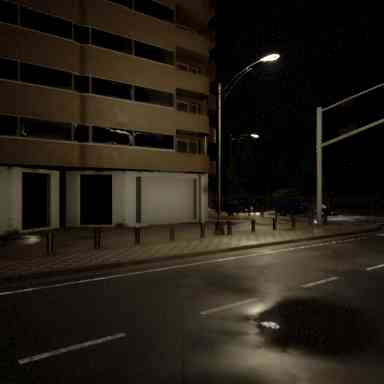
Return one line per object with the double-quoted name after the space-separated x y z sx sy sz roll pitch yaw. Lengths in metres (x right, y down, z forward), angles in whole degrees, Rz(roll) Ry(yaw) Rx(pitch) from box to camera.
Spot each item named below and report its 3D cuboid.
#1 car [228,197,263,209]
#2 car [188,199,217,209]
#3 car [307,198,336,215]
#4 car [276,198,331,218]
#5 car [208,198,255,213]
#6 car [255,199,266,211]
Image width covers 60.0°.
7.471 1.533 46.669 1.882 1.535 5.008 0 0 -36 "car"
1.472 1.656 48.691 1.895 1.301 4.718 0 0 -36 "car"
12.192 1.407 33.819 2.097 1.767 4.553 0 0 -36 "car"
10.013 1.581 30.886 1.812 1.442 4.674 0 0 -37 "car"
4.388 1.603 38.653 2.033 1.411 5.357 0 0 -36 "car"
6.946 1.560 41.091 1.837 1.490 4.892 0 0 -36 "car"
